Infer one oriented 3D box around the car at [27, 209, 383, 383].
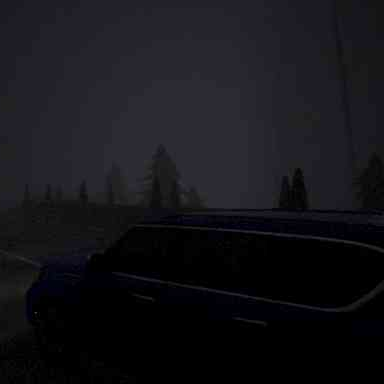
[{"bbox_3d":[0.255,1.230,3.985,5.566,2.045,2.150,0,0,38],"label":"car"}]
